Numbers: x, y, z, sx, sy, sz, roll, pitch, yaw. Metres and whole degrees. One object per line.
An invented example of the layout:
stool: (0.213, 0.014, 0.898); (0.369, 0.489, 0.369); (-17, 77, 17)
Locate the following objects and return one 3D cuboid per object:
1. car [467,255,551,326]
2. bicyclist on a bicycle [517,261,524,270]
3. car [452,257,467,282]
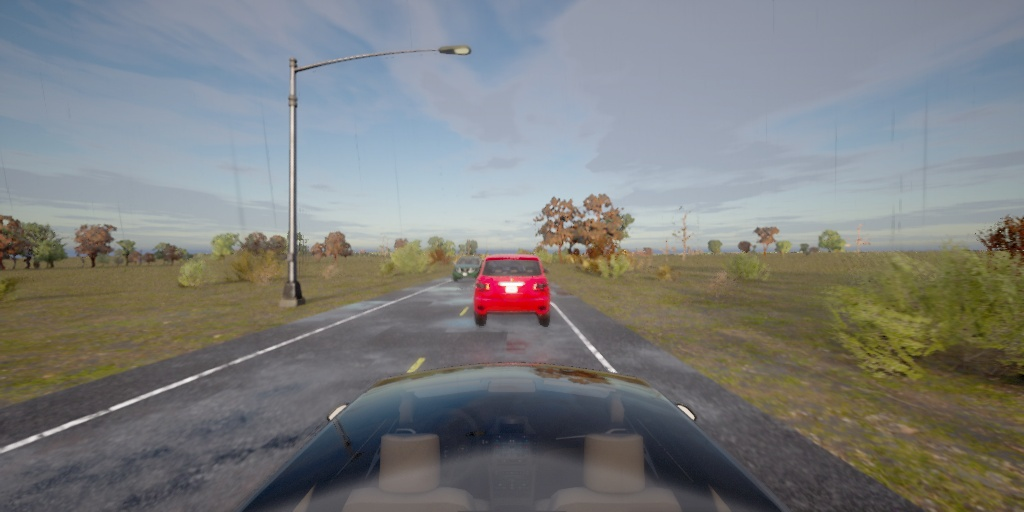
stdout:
car: (0.073, 1.002, 11.963); (2.150, 2.045, 5.566); (0, -1, 2)
bicyclist on a bicycle: (0.944, 1.252, 38.751); (0.659, 1.776, 1.843); (0, 0, 0)
car: (-3.613, 1.072, 30.403); (2.150, 2.045, 5.566); (0, 0, 0)
